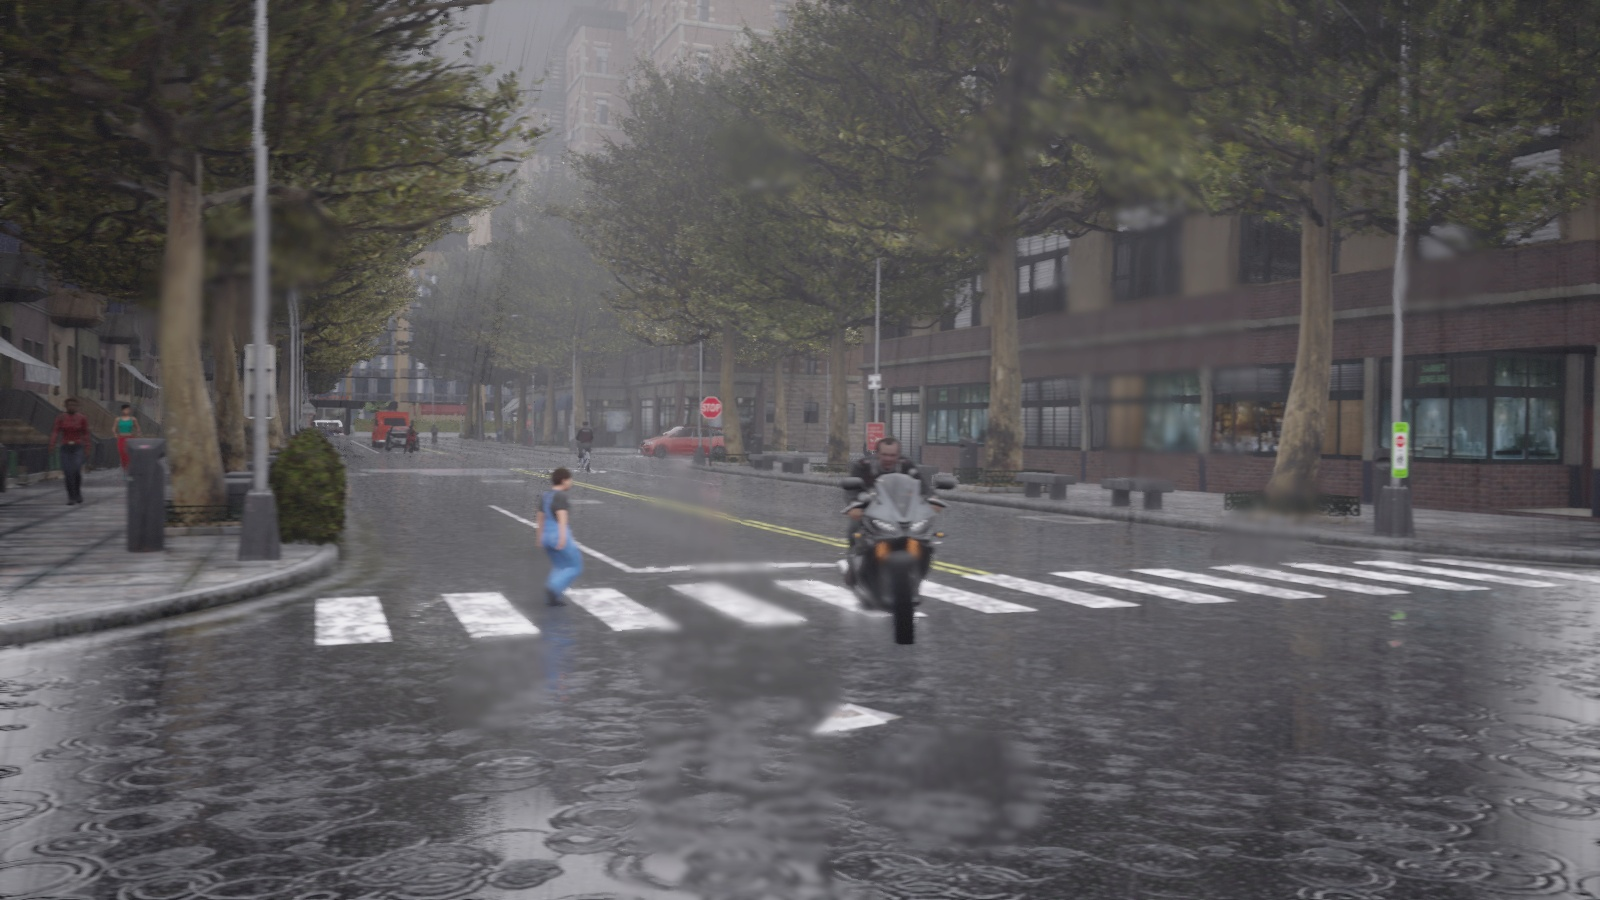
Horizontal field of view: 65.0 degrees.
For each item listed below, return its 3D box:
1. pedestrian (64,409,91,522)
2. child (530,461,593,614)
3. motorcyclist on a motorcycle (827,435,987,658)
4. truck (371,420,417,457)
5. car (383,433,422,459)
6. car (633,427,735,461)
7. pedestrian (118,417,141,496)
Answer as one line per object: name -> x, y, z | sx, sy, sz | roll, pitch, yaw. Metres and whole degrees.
pedestrian -> -11.945, 0.246, 20.773 | 0.331, 1.846, 0.636 | -1, 1, -28
child -> -2.035, 0.732, 10.717 | 0.270, 1.263, 0.437 | 0, 1, 43
motorcyclist on a motorcycle -> 0.778, 0.663, 9.905 | 0.866, 1.530, 2.191 | -1, 1, -5
truck -> -27.922, -0.787, 86.237 | 2.627, 2.467, 5.204 | -1, 1, -21
car -> -24.543, -0.251, 77.512 | 2.007, 1.525, 4.514 | -1, 1, -21
car -> -5.863, -0.324, 63.340 | 4.611, 1.667, 2.242 | -1, 1, -24
pedestrian -> -15.812, 0.144, 29.609 | 0.345, 1.836, 0.594 | -1, 1, -18
